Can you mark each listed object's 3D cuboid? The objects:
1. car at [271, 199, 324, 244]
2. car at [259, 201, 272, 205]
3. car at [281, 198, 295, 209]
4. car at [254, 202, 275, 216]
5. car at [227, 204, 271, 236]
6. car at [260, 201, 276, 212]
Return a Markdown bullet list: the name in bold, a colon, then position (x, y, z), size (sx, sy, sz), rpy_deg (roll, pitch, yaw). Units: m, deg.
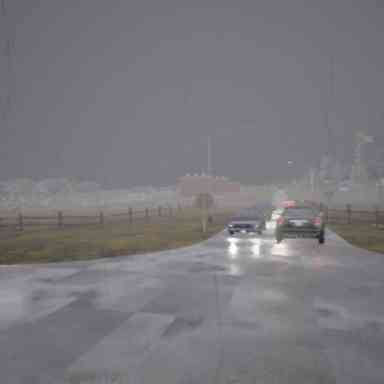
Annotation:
- **car**: position (5.400, 1.434, 16.528), size (2.097, 1.767, 4.553), rpy_deg (-1, -1, 20)
- **car**: position (5.877, 1.796, 28.957), size (1.994, 1.385, 4.181), rpy_deg (-1, -1, 15)
- **car**: position (16.257, 1.933, 56.316), size (2.097, 1.767, 4.553), rpy_deg (-1, -1, 15)
- **car**: position (8.426, 1.890, 38.444), size (2.033, 1.411, 5.357), rpy_deg (-1, -1, 15)
- **car**: position (3.425, 1.698, 19.988), size (2.033, 1.411, 5.357), rpy_deg (-1, -1, 16)
- **car**: position (11.054, 2.044, 48.070), size (1.994, 1.385, 4.181), rpy_deg (-1, -1, 15)
